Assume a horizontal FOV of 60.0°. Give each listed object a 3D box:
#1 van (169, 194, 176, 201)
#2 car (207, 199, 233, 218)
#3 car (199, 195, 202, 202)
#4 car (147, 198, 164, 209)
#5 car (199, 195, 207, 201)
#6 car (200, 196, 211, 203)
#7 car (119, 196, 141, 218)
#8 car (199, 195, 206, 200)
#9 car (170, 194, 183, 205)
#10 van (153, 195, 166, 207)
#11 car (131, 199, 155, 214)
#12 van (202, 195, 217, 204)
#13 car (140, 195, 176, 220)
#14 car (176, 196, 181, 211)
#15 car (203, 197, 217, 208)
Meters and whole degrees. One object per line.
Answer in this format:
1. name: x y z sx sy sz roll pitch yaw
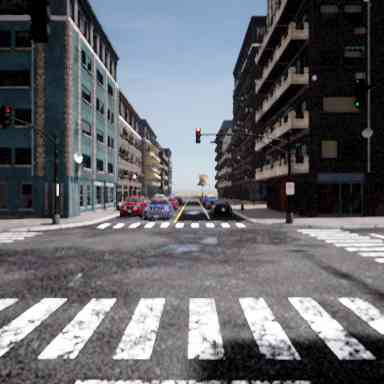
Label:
1. van: -5.015 1.309 85.870 1.690 1.788 3.998 0 0 0
2. car: 2.670 1.565 30.324 1.947 1.339 4.313 0 0 0
3. car: 2.768 1.427 58.083 1.967 1.590 4.097 0 0 0
4. car: -5.151 1.537 47.007 1.887 1.381 4.507 0 0 0
5. car: 2.864 1.513 85.843 1.887 1.381 4.507 0 0 0
6. car: 2.806 1.532 69.188 2.008 1.369 4.403 0 0 0
7. car: -5.209 1.314 30.350 2.192 1.841 5.009 0 0 0
8. car: 2.884 1.508 91.396 1.887 1.381 4.507 0 0 0
9. car: -2.594 1.464 59.606 1.882 1.535 5.008 0 0 1
10. van: -5.132 1.331 52.558 1.690 1.788 3.998 0 0 0
11. car: -5.190 1.542 35.903 1.887 1.381 4.507 0 0 0
12. van: 2.729 1.334 46.980 1.690 1.788 3.998 0 0 0
13. car: -2.779 1.351 28.262 2.097 1.767 4.553 0 0 1
14. car: -2.705 1.473 41.027 1.882 1.535 5.008 0 0 0
15. car: 2.709 1.577 41.427 1.802 1.307 4.206 0 0 0
